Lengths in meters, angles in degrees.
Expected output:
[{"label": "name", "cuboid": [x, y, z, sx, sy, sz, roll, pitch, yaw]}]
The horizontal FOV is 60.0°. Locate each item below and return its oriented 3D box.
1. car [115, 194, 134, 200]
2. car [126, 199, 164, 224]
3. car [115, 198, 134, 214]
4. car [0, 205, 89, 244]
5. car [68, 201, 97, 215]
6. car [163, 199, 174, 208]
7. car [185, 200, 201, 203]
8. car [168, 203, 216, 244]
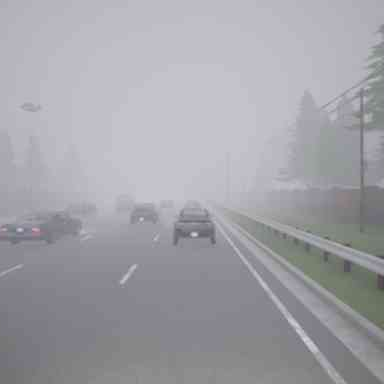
[{"label": "car", "cuboid": [-10.396, 1.308, 51.744, 2.150, 2.045, 5.566, 0, 0, 0]}, {"label": "car", "cuboid": [-3.399, 1.547, 24.886, 1.837, 1.490, 4.892, 0, 0, 0]}, {"label": "car", "cuboid": [-6.899, 1.661, 36.560, 1.895, 1.301, 4.718, 0, 0, 0]}, {"label": "car", "cuboid": [-6.896, 1.574, 15.828, 2.033, 1.411, 5.357, 0, 0, 0]}, {"label": "car", "cuboid": [-10.398, 1.544, 31.464, 2.128, 1.511, 4.902, 0, 0, 0]}, {"label": "car", "cuboid": [-3.396, 1.622, 45.314, 2.033, 1.411, 5.357, 0, 0, 0]}, {"label": "car", "cuboid": [0.103, 1.631, 40.438, 1.994, 1.385, 4.181, 0, 0, 0]}, {"label": "car", "cuboid": [0.102, 1.519, 16.013, 2.128, 1.511, 4.902, 0, 0, 0]}]
